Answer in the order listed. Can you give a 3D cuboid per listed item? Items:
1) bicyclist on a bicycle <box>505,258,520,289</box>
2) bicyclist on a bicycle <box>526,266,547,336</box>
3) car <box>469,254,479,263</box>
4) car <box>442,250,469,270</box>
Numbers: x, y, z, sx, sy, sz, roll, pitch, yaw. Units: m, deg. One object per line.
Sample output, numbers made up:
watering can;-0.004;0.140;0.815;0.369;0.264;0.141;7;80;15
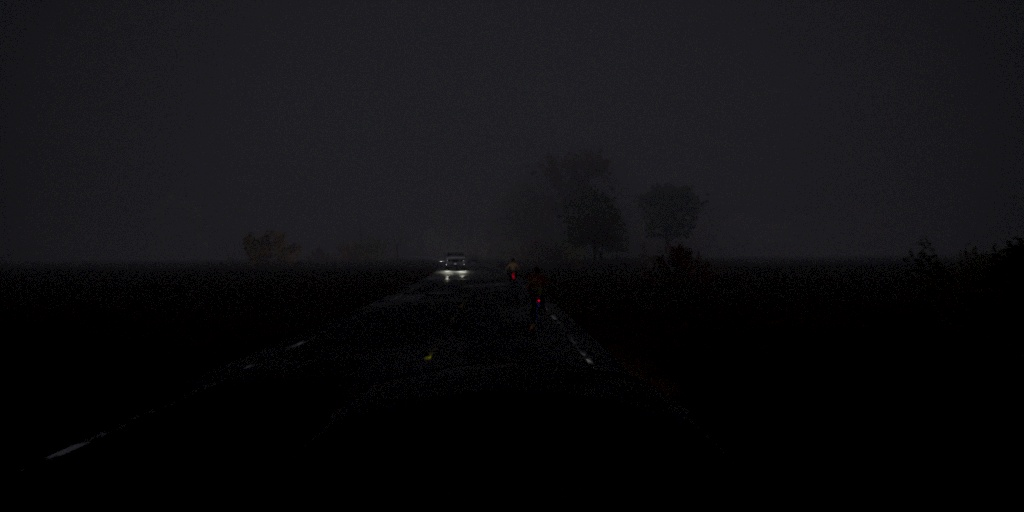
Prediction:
bicyclist on a bicycle;0.040;0.913;19.122;0.866;1.612;1.509;0;1;-4
bicyclist on a bicycle;0.631;1.088;8.929;0.582;1.620;1.656;0;1;-2
car;-6.370;0.447;57.466;2.033;1.411;5.357;0;1;-13
car;-6.145;0.403;39.013;2.150;2.045;5.566;0;1;-8
